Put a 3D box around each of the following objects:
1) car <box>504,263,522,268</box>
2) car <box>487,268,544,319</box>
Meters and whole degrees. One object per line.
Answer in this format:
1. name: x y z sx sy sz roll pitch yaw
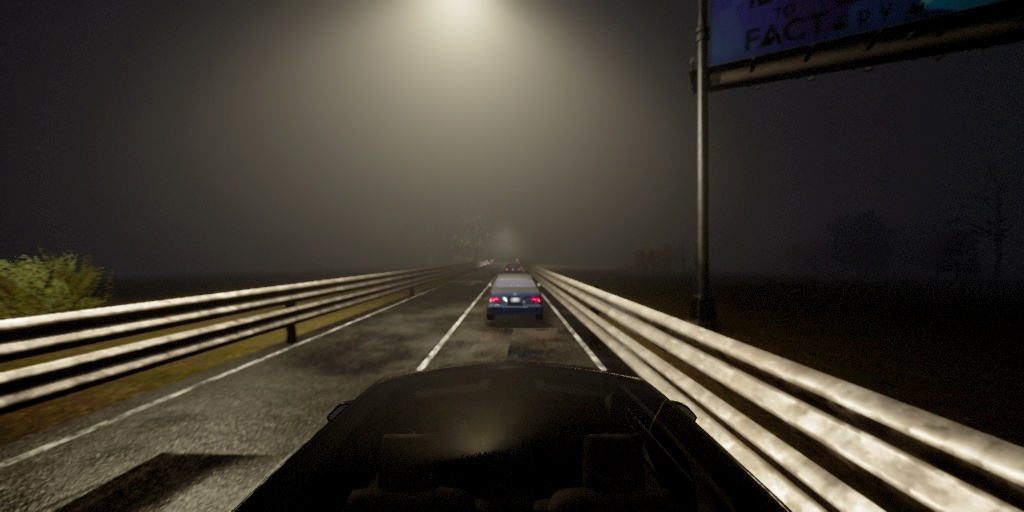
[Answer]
1. car: 0.077 1.397 38.062 2.033 1.411 5.357 0 0 0
2. car: 0.092 1.328 12.913 2.033 1.411 5.357 0 0 0
